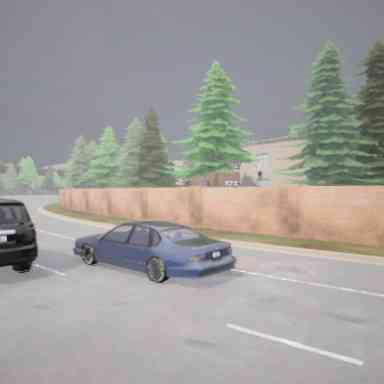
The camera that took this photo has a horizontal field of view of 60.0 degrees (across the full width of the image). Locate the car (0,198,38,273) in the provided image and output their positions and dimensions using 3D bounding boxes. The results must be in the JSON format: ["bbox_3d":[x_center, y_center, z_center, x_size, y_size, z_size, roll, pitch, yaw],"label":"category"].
[{"bbox_3d":[-6.496,1.196,9.644,5.566,2.045,2.150,0,0,42],"label":"car"}]

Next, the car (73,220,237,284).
[{"bbox_3d":[-1.321,1.549,9.679,5.357,1.411,2.033,0,0,41],"label":"car"}]
